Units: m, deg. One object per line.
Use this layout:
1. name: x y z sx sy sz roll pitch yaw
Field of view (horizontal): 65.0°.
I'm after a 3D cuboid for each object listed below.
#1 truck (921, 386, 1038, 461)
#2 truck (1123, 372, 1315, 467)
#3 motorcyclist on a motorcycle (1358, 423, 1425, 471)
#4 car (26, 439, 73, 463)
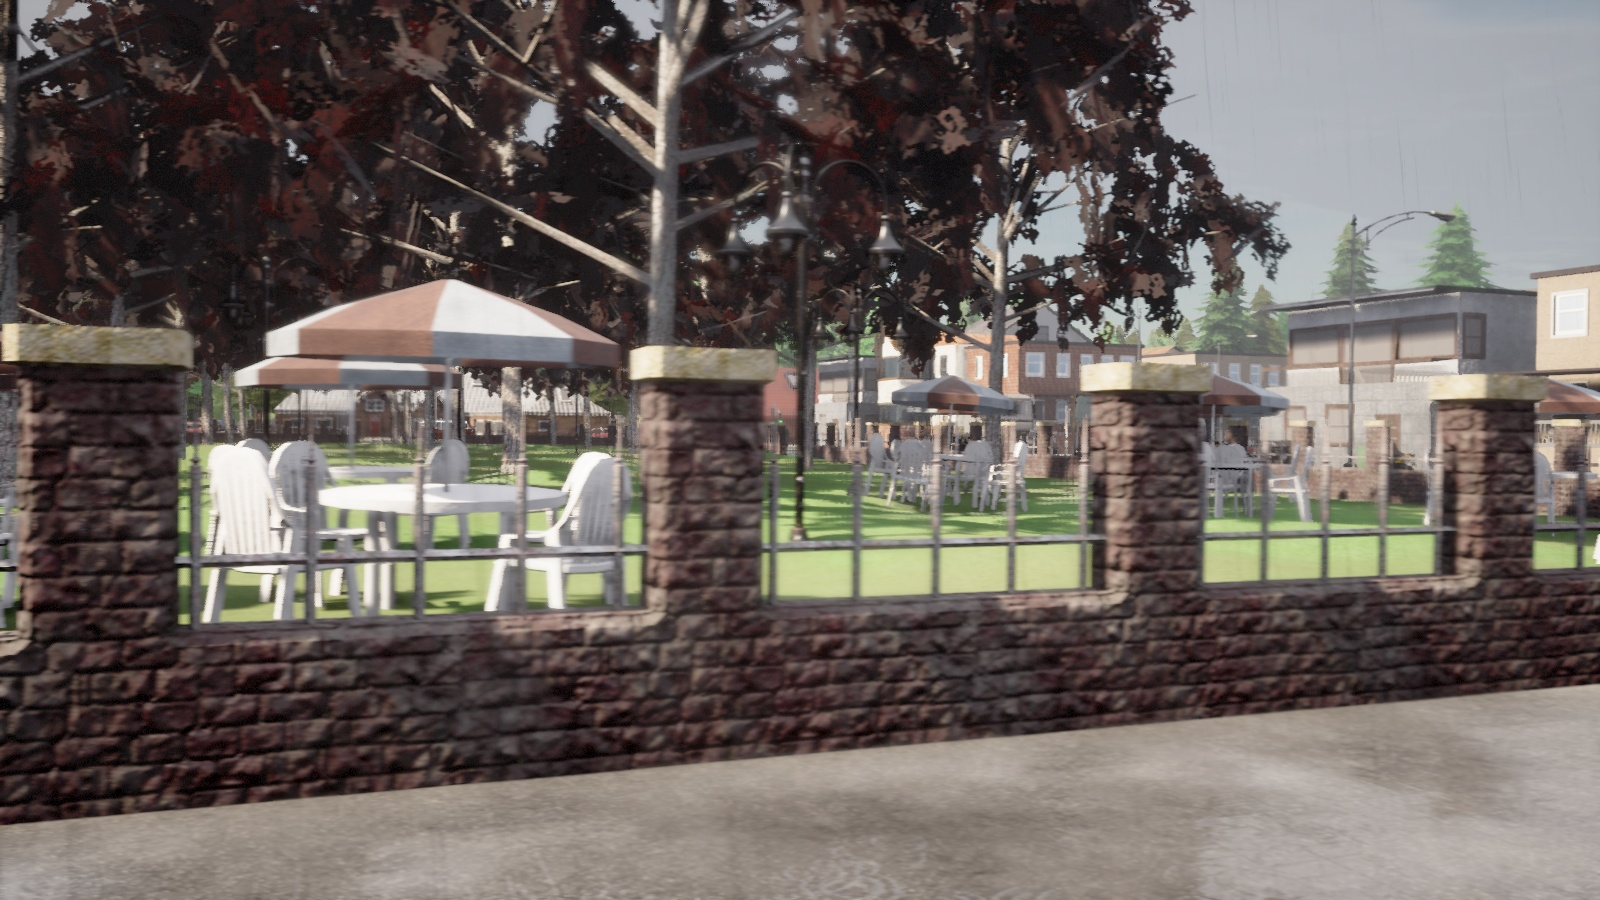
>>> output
1. truck: 8.719 -1.289 62.108 2.891 3.462 7.936 0 1 -15
2. truck: 16.433 -1.175 49.958 2.891 3.462 7.936 -1 1 -20
3. motorcyclist on a motorcycle: 19.598 -0.110 41.654 0.797 1.523 2.044 -1 1 -21
4. car: -47.506 0.031 79.570 1.816 1.474 4.193 -1 1 -20
